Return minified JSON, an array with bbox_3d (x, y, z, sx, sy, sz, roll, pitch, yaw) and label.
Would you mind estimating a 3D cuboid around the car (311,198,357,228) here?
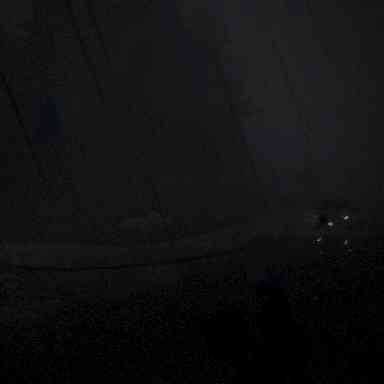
[{"bbox_3d":[7.877,1.059,18.171,2.033,1.411,5.357,-4,0,30],"label":"car"}]
